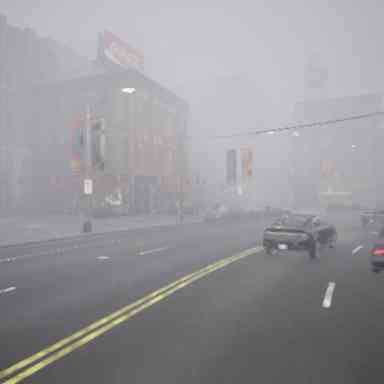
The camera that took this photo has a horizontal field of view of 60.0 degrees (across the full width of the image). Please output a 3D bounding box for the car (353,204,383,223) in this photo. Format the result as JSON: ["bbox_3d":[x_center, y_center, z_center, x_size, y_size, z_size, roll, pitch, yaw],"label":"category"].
[{"bbox_3d":[13.967,1.753,23.896,4.902,1.511,2.128,0,-1,-38],"label":"car"}]

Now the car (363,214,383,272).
[{"bbox_3d":[6.837,1.663,10.601,2.033,1.411,5.357,0,-1,33],"label":"car"}]

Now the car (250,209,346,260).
[{"bbox_3d":[4.390,1.640,13.179,2.128,1.511,4.902,-1,-1,34],"label":"car"}]

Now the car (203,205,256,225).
[{"bbox_3d":[2.931,1.832,27.513,2.002,1.452,4.674,-1,-1,43],"label":"car"}]

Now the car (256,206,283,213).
[{"bbox_3d":[7.048,1.949,31.497,4.718,1.301,1.895,0,-1,-37],"label":"car"}]
